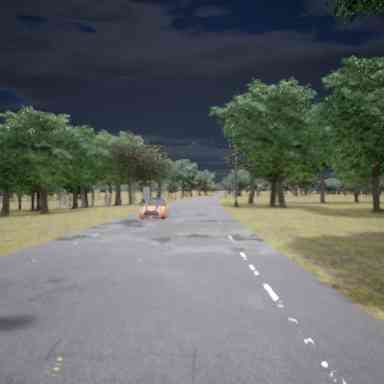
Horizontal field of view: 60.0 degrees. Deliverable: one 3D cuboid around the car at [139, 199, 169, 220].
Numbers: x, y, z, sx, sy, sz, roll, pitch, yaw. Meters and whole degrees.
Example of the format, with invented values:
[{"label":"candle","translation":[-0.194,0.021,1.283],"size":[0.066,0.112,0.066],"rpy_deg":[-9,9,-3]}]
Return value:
[{"label":"car","translation":[-3.138,1.382,28.157],"size":[2.097,1.767,4.553],"rpy_deg":[0,0,2]}]
